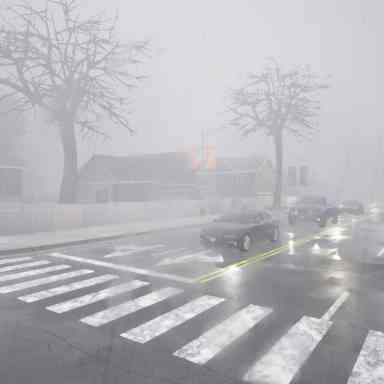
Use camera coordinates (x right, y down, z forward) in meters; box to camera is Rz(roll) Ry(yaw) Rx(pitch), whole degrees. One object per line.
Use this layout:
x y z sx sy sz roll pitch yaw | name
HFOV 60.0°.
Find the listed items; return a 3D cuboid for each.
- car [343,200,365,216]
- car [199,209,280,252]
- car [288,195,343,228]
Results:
15.675 1.540 32.777 2.033 1.411 5.357 0 0 36 | car
2.180 1.508 14.137 1.837 1.490 4.892 0 0 36 | car
8.429 1.224 22.784 2.150 2.045 5.566 0 0 36 | car
